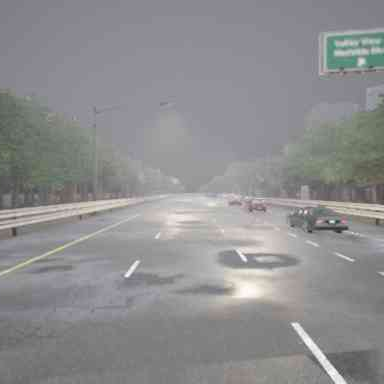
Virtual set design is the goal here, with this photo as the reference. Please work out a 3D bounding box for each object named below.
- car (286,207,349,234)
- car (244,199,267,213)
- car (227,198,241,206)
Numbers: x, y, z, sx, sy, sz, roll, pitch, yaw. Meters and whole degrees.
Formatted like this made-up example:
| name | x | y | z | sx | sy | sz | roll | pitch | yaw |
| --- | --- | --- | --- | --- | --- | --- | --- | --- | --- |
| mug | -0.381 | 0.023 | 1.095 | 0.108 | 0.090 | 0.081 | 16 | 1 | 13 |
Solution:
| name | x | y | z | sx | sy | sz | roll | pitch | yaw |
| --- | --- | --- | --- | --- | --- | --- | --- | --- | --- |
| car | 7.012 | 1.545 | 19.145 | 2.033 | 1.411 | 5.357 | 0 | 0 | 0 |
| car | 7.020 | 1.530 | 36.947 | 1.812 | 1.442 | 4.674 | 0 | 0 | 0 |
| car | 7.034 | 1.597 | 55.865 | 1.895 | 1.301 | 4.718 | 0 | 0 | 0 |
